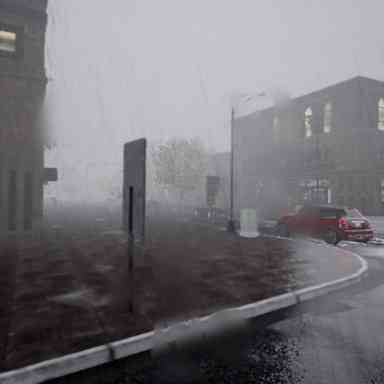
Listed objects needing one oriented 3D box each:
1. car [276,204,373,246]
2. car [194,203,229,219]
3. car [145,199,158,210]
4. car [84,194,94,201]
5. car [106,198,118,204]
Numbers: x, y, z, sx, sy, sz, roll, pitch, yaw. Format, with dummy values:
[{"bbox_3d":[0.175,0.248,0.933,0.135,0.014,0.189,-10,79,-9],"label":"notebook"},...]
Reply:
[{"bbox_3d":[6.127,1.411,15.981,2.097,1.767,4.553,1,-1,-25],"label":"car"},{"bbox_3d":[1.693,1.674,30.546,2.008,1.369,4.403,1,-1,-26],"label":"car"},{"bbox_3d":[-6.085,1.692,46.175,1.887,1.381,4.507,1,-1,-26],"label":"car"},{"bbox_3d":[-28.165,1.525,90.737,2.192,1.841,5.009,1,-1,-26],"label":"car"},{"bbox_3d":[-15.901,1.758,65.979,1.802,1.307,4.206,1,-1,-26],"label":"car"}]
